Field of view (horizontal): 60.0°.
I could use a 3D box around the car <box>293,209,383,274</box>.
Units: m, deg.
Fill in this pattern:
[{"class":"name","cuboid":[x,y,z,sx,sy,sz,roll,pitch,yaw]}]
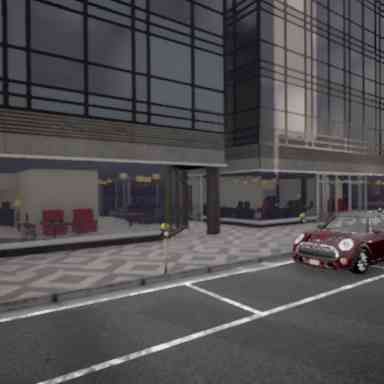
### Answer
[{"class":"car","cuboid":[4.942,1.365,10.181,4.097,1.590,1.967,-1,0,-36]}]
